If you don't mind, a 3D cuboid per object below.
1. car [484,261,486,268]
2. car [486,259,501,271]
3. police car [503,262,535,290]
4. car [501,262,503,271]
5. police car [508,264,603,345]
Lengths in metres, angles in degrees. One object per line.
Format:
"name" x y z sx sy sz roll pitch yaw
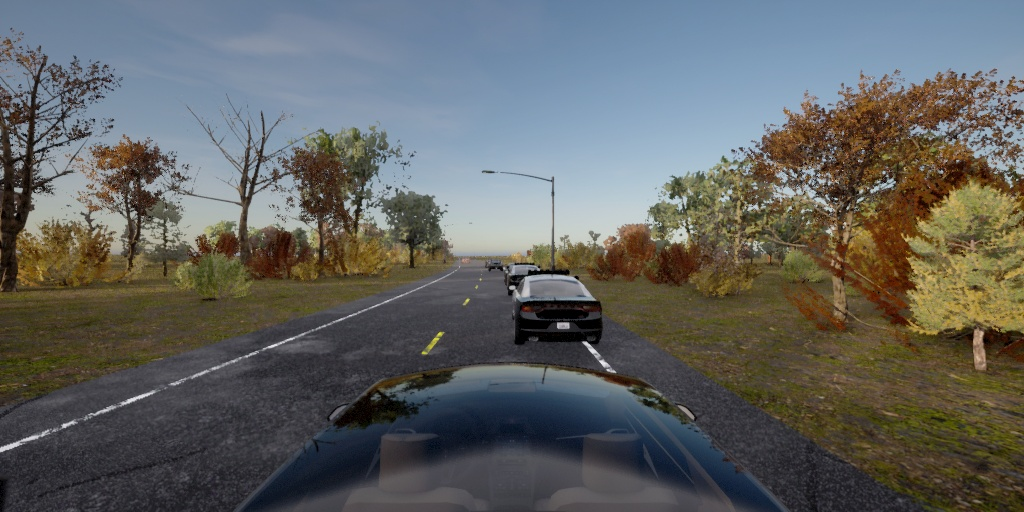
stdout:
"car" -3.533 1.225 60.207 2.128 1.511 4.902 0 0 -7
"car" -2.182 1.246 47.317 1.837 1.490 4.892 0 0 -5
"police car" 0.674 1.175 19.728 1.930 1.638 5.238 0 0 -2
"car" 0.406 1.223 25.646 1.882 1.535 5.008 0 0 -3
"police car" 0.967 1.176 9.677 1.930 1.638 5.238 0 0 -1
